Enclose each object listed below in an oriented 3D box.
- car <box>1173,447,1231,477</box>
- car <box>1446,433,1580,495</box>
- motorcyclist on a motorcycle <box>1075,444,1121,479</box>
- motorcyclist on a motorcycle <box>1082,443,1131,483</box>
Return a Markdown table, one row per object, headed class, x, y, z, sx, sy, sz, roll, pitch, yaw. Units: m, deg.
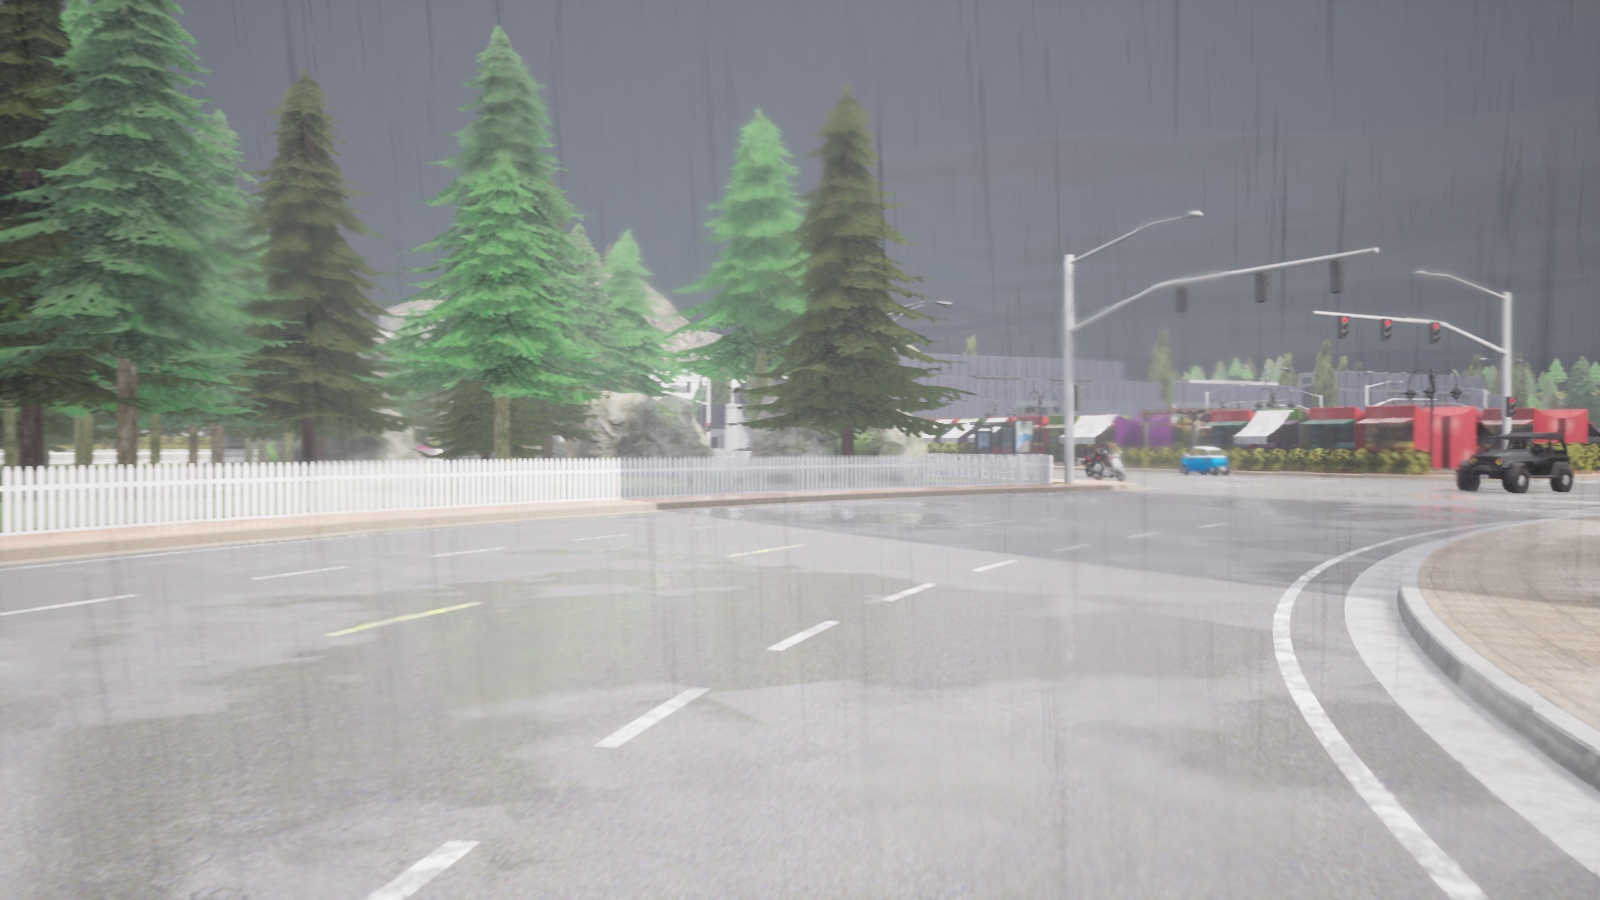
| class | x | y | z | sx | sy | sz | roll | pitch | yaw |
| --- | --- | --- | --- | --- | --- | --- | --- | --- | --- |
| car | 19.000 | 0.560 | 59.380 | 1.481 | 1.376 | 2.207 | 0 | 1 | -29 |
| car | 22.385 | 0.411 | 39.404 | 3.866 | 1.878 | 1.905 | 0 | 0 | -29 |
| motorcyclist on a motorcycle | 13.155 | 0.498 | 55.427 | 0.797 | 1.523 | 2.044 | 0 | 0 | -29 |
| motorcyclist on a motorcycle | 12.175 | 0.498 | 49.934 | 0.866 | 1.590 | 1.817 | 0 | 0 | -29 |
